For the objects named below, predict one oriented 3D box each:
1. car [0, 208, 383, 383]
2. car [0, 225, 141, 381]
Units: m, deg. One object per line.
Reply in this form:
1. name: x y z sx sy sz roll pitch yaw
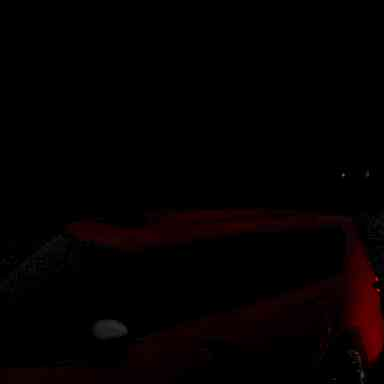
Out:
1. car: -0.408 1.224 3.088 5.566 2.045 2.150 0 0 -36
2. car: -3.006 1.440 4.622 4.097 1.590 1.967 0 0 -36
